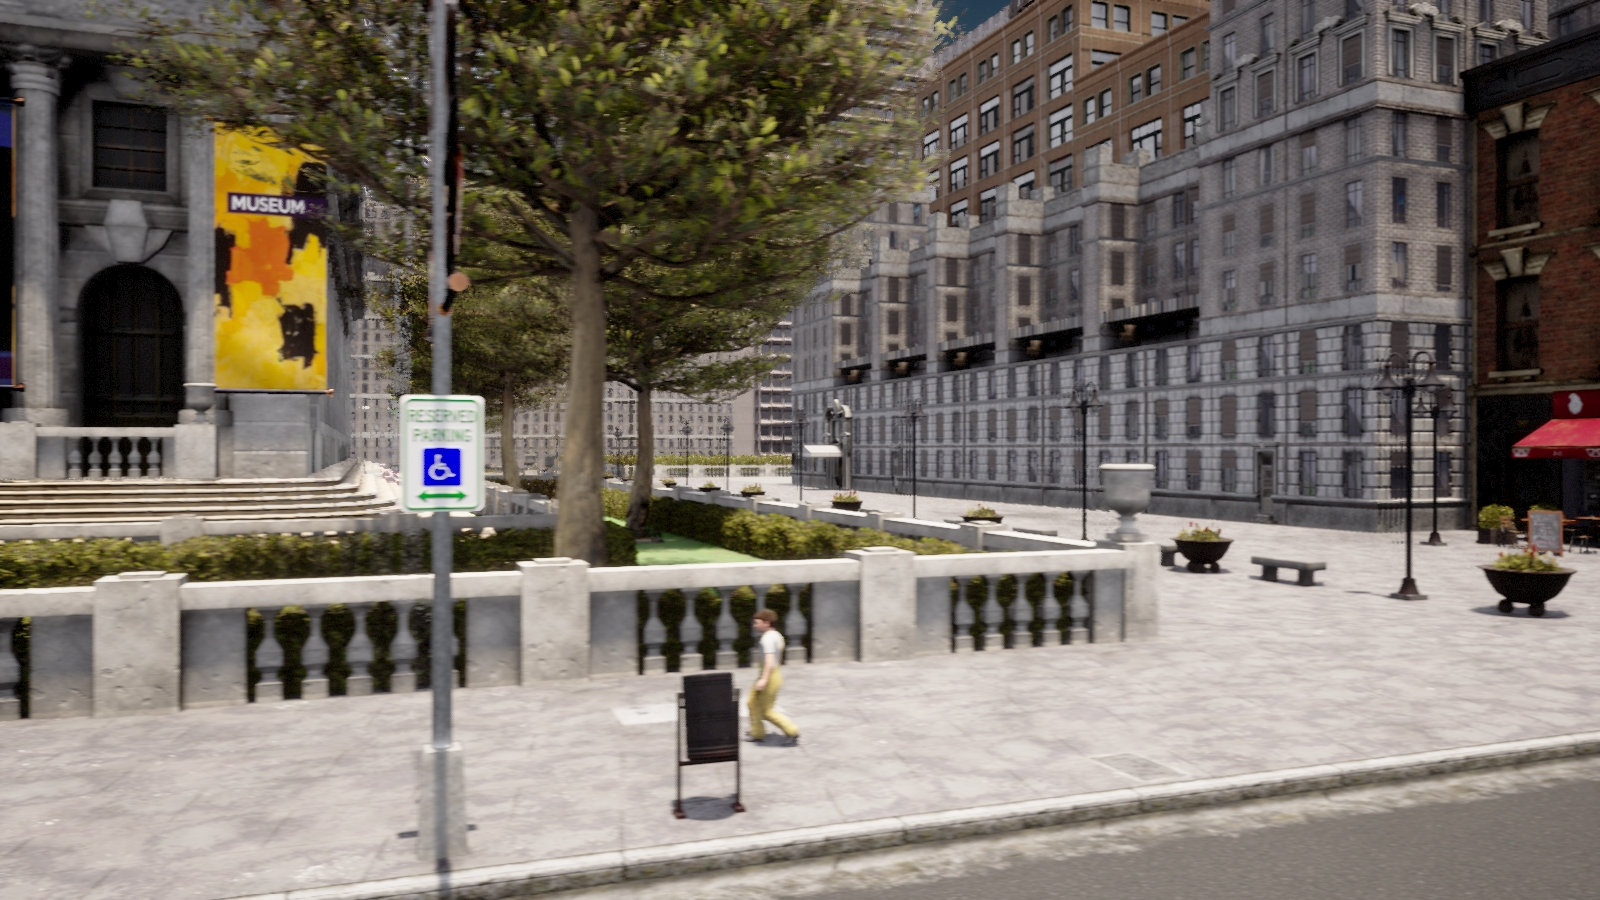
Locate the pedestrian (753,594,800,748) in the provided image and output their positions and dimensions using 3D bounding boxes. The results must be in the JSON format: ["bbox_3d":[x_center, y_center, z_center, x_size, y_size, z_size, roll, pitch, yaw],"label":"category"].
[{"bbox_3d":[-0.212,1.976,10.281,0.375,1.300,0.375,0,0,6],"label":"pedestrian"}]
